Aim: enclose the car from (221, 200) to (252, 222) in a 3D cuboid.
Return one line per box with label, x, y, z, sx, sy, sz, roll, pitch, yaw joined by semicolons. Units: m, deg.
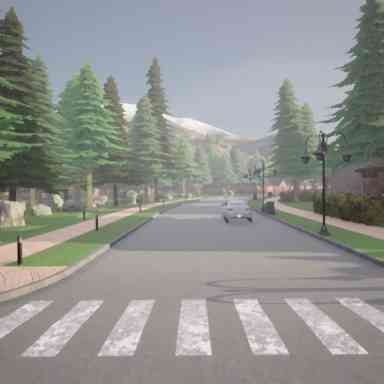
car;3.156;1.297;24.096;1.812;1.442;4.674;-1;1;1
